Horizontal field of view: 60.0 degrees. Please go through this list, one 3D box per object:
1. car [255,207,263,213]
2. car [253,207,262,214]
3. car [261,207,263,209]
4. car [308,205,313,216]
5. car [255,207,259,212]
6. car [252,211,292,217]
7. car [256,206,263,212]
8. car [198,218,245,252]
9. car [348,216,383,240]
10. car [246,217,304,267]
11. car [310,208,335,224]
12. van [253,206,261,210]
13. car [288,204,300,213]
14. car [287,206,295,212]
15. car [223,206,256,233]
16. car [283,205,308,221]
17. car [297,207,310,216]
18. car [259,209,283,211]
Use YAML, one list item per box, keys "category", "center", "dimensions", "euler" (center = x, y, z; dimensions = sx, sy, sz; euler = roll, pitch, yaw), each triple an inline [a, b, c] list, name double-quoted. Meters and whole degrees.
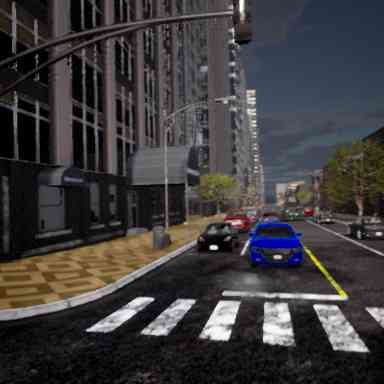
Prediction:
- category: "car"
  center: [17.695, 4.615, 87.563]
  dimensions: [1.752, 1.417, 4.829]
  euler: [-3, -2, 13]
- category: "car"
  center: [15.255, 4.277, 76.945]
  dimensions: [1.887, 1.381, 4.507]
  euler: [-3, -2, 13]
- category: "car"
  center: [11.528, 3.502, 60.781]
  dimensions: [2.192, 1.841, 5.009]
  euler: [-3, -2, 13]
- category: "car"
  center: [18.451, 3.075, 53.512]
  dimensions: [2.192, 1.841, 5.009]
  euler: [-3, -2, 13]
- category: "car"
  center: [6.399, 2.876, 38.506]
  dimensions: [1.967, 1.590, 4.097]
  euler: [-3, -2, 13]
- category: "car"
  center: [5.682, 2.370, 23.716]
  dimensions: [2.128, 1.511, 4.902]
  euler: [-2, -2, 13]
- category: "car"
  center: [18.935, 4.797, 92.954]
  dimensions: [1.752, 1.417, 4.829]
  euler: [-3, -2, 13]
- category: "car"
  center: [1.493, 2.300, 17.671]
  dimensions: [1.947, 1.339, 4.313]
  euler: [-3, -2, 13]
- category: "car"
  center: [11.148, 2.214, 21.128]
  dimensions: [2.008, 1.369, 4.403]
  euler: [-3, -2, 13]
- category: "car"
  center: [3.402, 2.020, 13.759]
  dimensions: [1.882, 1.535, 5.008]
  euler: [-2, -2, 11]
- category: "car"
  center: [14.588, 2.740, 36.610]
  dimensions: [2.008, 1.369, 4.403]
  euler: [-3, -2, 13]
- category: "van"
  center: [9.049, 3.164, 49.998]
  dimensions: [1.690, 1.788, 3.998]
  euler: [-3, -2, 13]
- category: "car"
  center: [24.649, 3.984, 80.466]
  dimensions: [2.192, 1.841, 5.009]
  euler: [-3, -2, 13]
- category: "car"
  center: [27.137, 4.598, 91.237]
  dimensions: [1.947, 1.339, 4.313]
  euler: [-3, -2, 13]
- category: "car"
  center: [3.827, 2.389, 27.749]
  dimensions: [2.192, 1.841, 5.009]
  euler: [-3, -2, 13]
- category: "car"
  center: [13.364, 2.816, 43.067]
  dimensions: [2.097, 1.767, 4.553]
  euler: [-2, -2, 13]
- category: "car"
  center: [19.737, 3.472, 59.059]
  dimensions: [1.752, 1.417, 4.829]
  euler: [-3, -2, 13]
- category: "car"
  center: [7.933, 2.734, 33.452]
  dimensions: [1.812, 1.442, 4.674]
  euler: [-2, -2, 13]
